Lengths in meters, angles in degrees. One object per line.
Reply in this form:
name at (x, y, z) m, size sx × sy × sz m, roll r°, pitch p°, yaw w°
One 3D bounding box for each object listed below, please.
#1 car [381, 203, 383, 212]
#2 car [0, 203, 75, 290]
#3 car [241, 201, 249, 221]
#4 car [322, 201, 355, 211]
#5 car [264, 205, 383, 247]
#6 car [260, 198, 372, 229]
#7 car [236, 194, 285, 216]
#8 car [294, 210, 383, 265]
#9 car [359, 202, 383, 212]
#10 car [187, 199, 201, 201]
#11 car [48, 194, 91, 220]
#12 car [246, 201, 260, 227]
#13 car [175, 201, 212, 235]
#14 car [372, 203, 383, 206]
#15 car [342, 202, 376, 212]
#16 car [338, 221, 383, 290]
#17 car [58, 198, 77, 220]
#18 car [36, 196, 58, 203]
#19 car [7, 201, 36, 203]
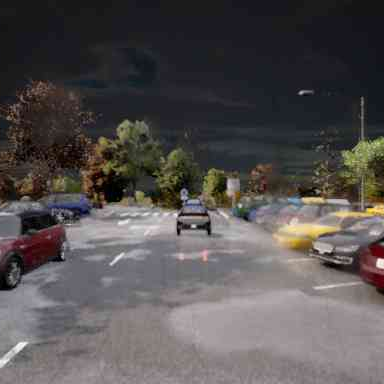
car at (34.884, 2.708, 56.331) m, size 2.163 × 1.488 × 4.792 m, roll 2°, pitch -1°, yaw -21°
car at (-5.098, 1.346, 8.994) m, size 2.097 × 1.767 × 4.553 m, roll 0°, pitch 0°, yaw 0°
car at (5.999, 1.511, 22.170) m, size 4.674 × 1.452 × 2.002 m, roll 1°, pitch 0°, yaw -20°
car at (24.696, 2.370, 56.230) m, size 2.231 × 1.521 × 4.892 m, roll 2°, pitch -1°, yaw -21°
car at (5.829, 1.472, 13.224) m, size 5.366 × 1.575 × 1.946 m, roll 1°, pitch 0°, yaw -20°
car at (6.032, 1.350, 16.261) m, size 4.553 × 1.767 × 2.185 m, roll 1°, pitch 0°, yaw -20°
car at (6.025, 1.218, 25.146) m, size 5.566 × 2.045 × 2.435 m, roll 1°, pitch 0°, yaw -20°
car at (6.001, 1.481, 10.341) m, size 4.892 × 1.521 × 2.231 m, roll 1°, pitch 0°, yaw -20°
car at (31.409, 2.573, 56.483) m, size 1.946 × 1.575 × 5.366 m, roll 2°, pitch -1°, yaw -21°
car at (0.243, 1.465, 34.358) m, size 1.882 × 1.535 × 5.008 m, roll 0°, pitch 0°, yaw 3°
car at (-10.974, 1.217, 26.552) m, size 5.566 × 2.045 × 2.435 m, roll -1°, pitch 0°, yaw -20°
car at (6.005, 1.474, 19.212) m, size 4.892 × 1.521 × 2.231 m, roll 1°, pitch 0°, yaw -20°
car at (0.097, 1.478, 18.817) m, size 2.128 × 1.511 × 4.902 m, roll 0°, pitch 0°, yaw 0°
car at (22.462, 2.268, 37.892) m, size 1.946 × 1.575 × 5.366 m, roll 2°, pitch 1°, yaw -21°
car at (28.088, 2.474, 56.262) m, size 2.231 × 1.521 × 4.892 m, roll 2°, pitch -1°, yaw -21°
car at (6.023, 1.511, 7.392) m, size 4.792 × 1.488 × 2.163 m, roll 1°, pitch 0°, yaw -20°
car at (-10.955, 1.471, 23.548) m, size 4.892 × 1.521 × 2.231 m, roll -1°, pitch 0°, yaw -20°
car at (-10.920, 1.346, 20.533) m, size 4.553 × 1.767 × 2.185 m, roll -1°, pitch 0°, yaw -20°
car at (-10.981, 1.349, 17.495) m, size 4.553 × 1.767 × 2.185 m, roll -1°, pitch 0°, yaw -20°
